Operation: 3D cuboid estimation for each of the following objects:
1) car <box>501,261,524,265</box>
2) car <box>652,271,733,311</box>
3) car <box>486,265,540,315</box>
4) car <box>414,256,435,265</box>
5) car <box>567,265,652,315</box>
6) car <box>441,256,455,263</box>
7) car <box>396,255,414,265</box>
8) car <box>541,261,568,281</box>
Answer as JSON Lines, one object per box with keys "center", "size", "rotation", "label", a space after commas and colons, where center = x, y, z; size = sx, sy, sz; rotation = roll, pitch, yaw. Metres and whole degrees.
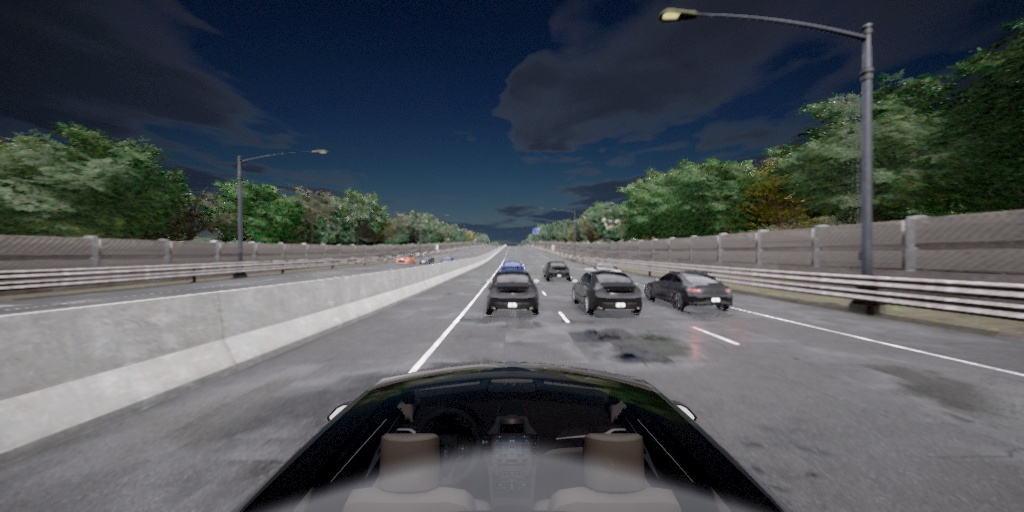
{"center": [0.039, 1.122, 30.083], "size": [1.882, 1.535, 5.008], "rotation": [0, 1, 0], "label": "car"}
{"center": [7.044, 1.332, 14.660], "size": [1.812, 1.442, 4.674], "rotation": [0, 0, 0], "label": "car"}
{"center": [0.040, 1.315, 14.014], "size": [1.837, 1.490, 4.892], "rotation": [0, 1, 1], "label": "car"}
{"center": [-14.074, 0.705, 59.438], "size": [2.128, 1.511, 4.902], "rotation": [0, 1, 1], "label": "car"}
{"center": [3.540, 1.316, 14.014], "size": [1.837, 1.490, 4.892], "rotation": [0, 1, 1], "label": "car"}
{"center": [-10.578, 0.740, 59.467], "size": [1.812, 1.442, 4.674], "rotation": [0, 1, 0], "label": "car"}
{"center": [-17.570, 0.569, 59.314], "size": [2.097, 1.767, 4.553], "rotation": [0, 1, 1], "label": "car"}
{"center": [3.531, 1.165, 28.934], "size": [1.837, 1.490, 4.892], "rotation": [0, 1, 1], "label": "car"}
